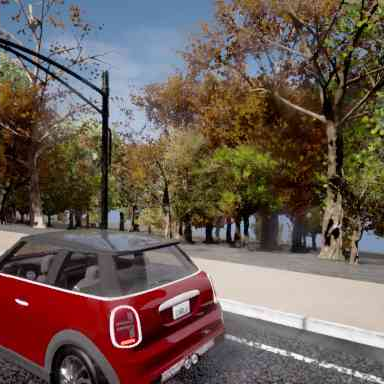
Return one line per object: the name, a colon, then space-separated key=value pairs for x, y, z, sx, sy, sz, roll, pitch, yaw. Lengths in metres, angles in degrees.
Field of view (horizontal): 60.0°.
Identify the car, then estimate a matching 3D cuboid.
car: x=-1.848 y=1.351 z=5.004 sx=4.553 sy=1.767 sz=2.097 roll=0 pitch=0 yaw=36
